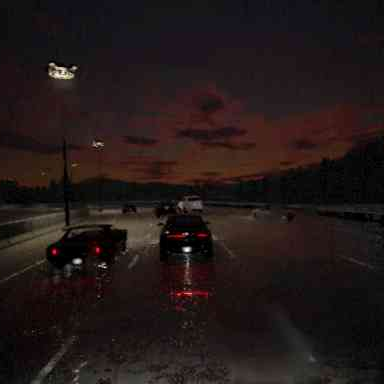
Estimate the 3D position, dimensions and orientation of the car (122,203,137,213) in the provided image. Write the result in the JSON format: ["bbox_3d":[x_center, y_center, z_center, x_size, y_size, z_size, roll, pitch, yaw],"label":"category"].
[{"bbox_3d":[-9.183,2.285,48.439,1.812,1.442,4.674,-2,0,-16],"label":"car"}]

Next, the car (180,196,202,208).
[{"bbox_3d":[-0.280,1.551,41.774,2.150,2.045,5.566,-2,0,-13],"label":"car"}]

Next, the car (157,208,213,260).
[{"bbox_3d":[-0.302,1.619,13.183,1.837,1.490,4.892,-2,0,-3],"label":"car"}]

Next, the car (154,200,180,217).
[{"bbox_3d":[-3.007,1.756,36.405,2.097,1.767,4.553,-2,0,-11],"label":"car"}]

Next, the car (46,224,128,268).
[{"bbox_3d":[-3.618,1.850,12.413,1.895,1.301,4.718,-2,0,-3],"label":"car"}]

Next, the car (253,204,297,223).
[{"bbox_3d":[5.994,1.533,24.728,1.895,1.301,4.718,-2,0,-6],"label":"car"}]
